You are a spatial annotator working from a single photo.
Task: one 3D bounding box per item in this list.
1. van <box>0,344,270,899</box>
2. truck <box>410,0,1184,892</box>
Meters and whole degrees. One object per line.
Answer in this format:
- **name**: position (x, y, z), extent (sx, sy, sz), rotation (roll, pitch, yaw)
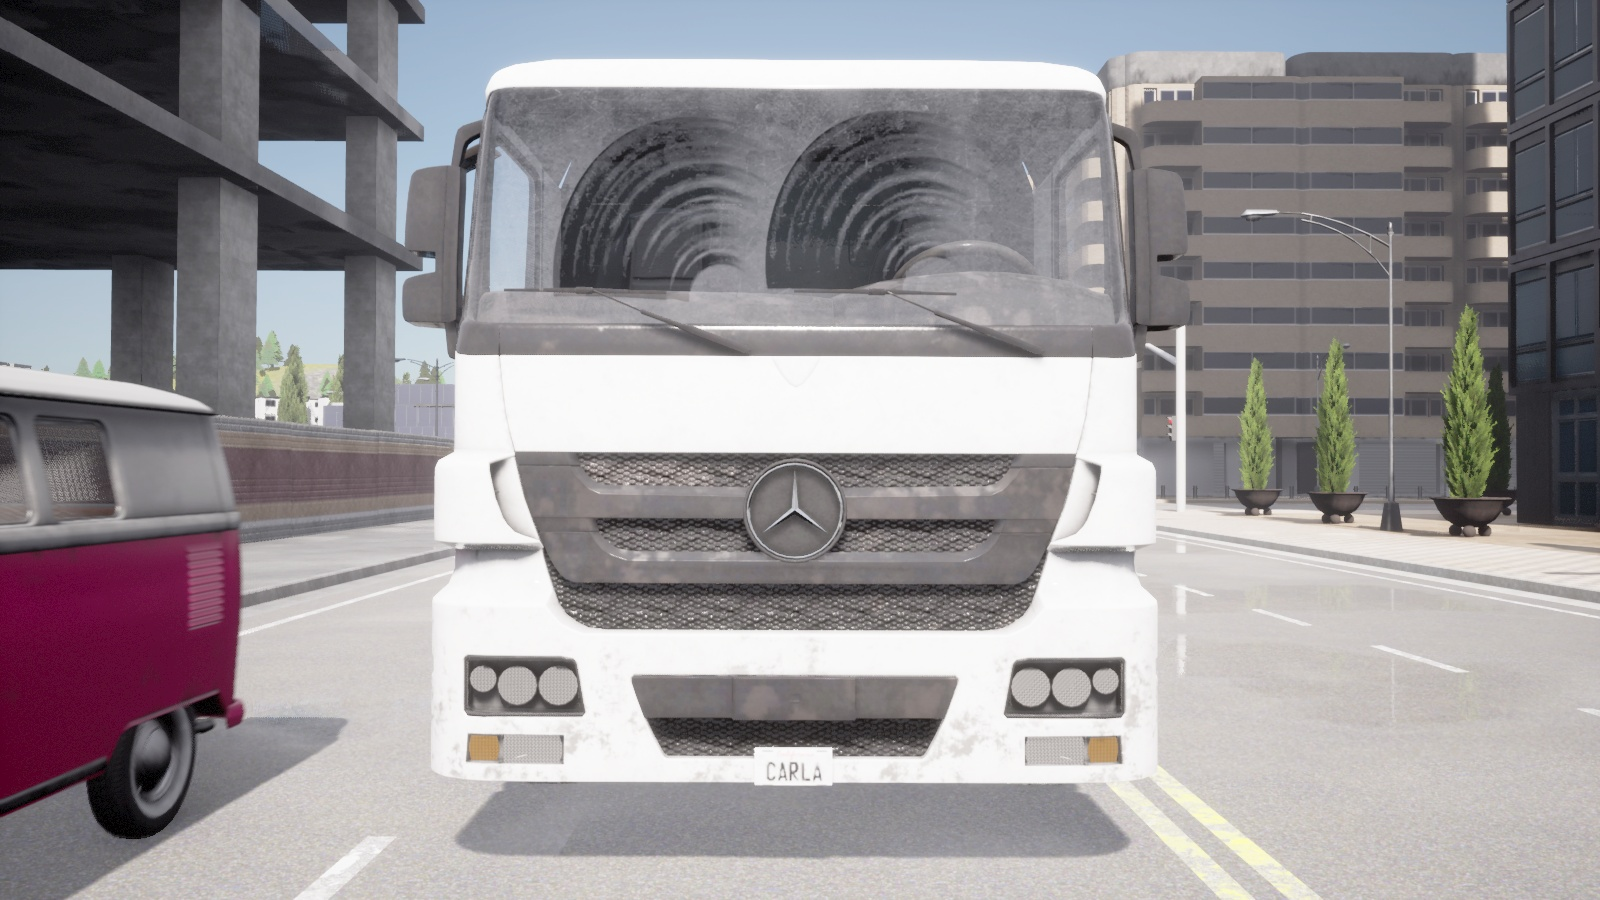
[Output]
- **van**: position (-3.512, 0.648, 3.997), extent (1.775, 1.987, 4.442), rotation (0, -1, 0)
- **truck**: position (-0.027, -0.022, 8.684), extent (2.891, 3.462, 7.936), rotation (0, -1, 0)
